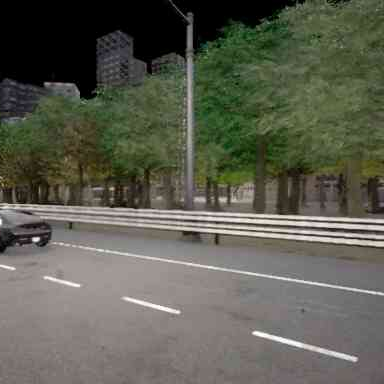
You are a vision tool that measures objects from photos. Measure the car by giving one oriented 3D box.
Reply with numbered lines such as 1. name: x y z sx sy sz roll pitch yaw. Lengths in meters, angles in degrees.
1. car: -7.727 1.509 13.676 4.892 1.490 1.837 0 0 35
